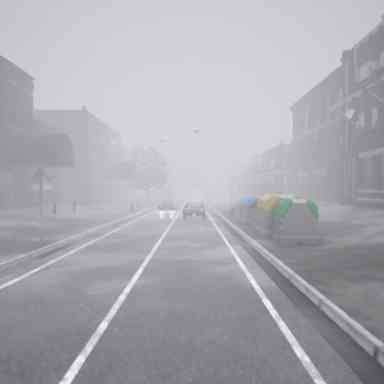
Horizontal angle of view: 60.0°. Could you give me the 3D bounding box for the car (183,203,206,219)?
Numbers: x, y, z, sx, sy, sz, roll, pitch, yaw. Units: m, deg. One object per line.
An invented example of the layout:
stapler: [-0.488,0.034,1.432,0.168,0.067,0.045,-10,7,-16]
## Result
car: [0.192,1.581,29.305,1.895,1.301,4.718,0,0,0]

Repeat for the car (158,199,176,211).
car: [-2.959,1.565,40.476,1.994,1.385,4.181,0,0,0]
